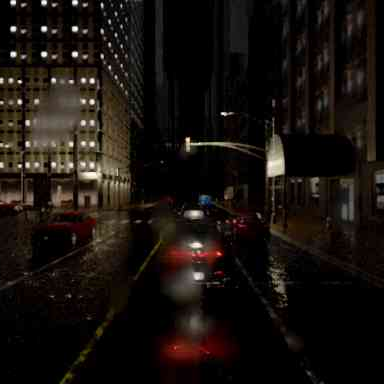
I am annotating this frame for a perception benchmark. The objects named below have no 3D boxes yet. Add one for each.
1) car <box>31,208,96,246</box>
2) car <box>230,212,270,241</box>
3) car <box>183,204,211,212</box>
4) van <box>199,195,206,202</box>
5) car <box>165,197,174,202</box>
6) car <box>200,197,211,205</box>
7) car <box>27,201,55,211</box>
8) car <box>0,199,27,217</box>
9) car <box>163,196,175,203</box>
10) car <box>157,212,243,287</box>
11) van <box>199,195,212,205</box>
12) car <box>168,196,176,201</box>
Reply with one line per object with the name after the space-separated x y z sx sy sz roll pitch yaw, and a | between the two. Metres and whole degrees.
-5.820 1.608 15.518 1.887 1.381 4.507 0 0 0 | car
2.820 1.651 16.892 1.802 1.307 4.206 0 0 0 | car
0.107 1.643 19.413 1.994 1.385 4.181 0 0 0 | car
2.710 1.684 88.969 1.690 1.788 3.998 0 0 0 | van
-5.671 1.889 83.275 1.947 1.339 4.313 0 0 0 | car
2.704 1.812 66.181 2.008 1.369 4.403 0 0 0 | car
-18.510 1.663 39.243 4.403 1.369 2.008 0 0 1 | car
-18.600 1.437 30.862 5.009 1.841 2.192 0 0 1 | car
-5.673 1.848 77.578 1.887 1.381 4.507 0 0 0 | car
0.102 1.544 9.462 1.837 1.490 4.892 0 0 0 | car
2.702 1.581 60.486 1.690 1.788 3.998 0 0 0 | van
-5.668 1.928 94.668 1.947 1.339 4.313 0 0 0 | car
